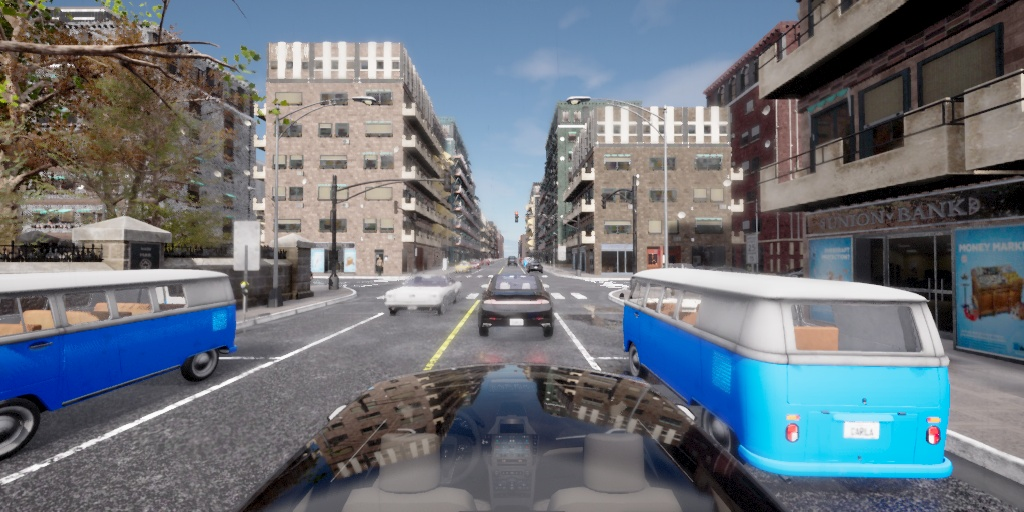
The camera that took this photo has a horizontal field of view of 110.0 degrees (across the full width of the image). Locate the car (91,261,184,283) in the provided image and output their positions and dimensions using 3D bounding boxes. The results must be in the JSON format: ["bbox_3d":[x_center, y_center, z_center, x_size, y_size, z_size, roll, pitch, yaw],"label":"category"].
[{"bbox_3d":[-26.409,1.119,25.403,4.674,1.442,1.812,0,-1,1],"label":"car"}]

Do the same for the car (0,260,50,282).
[{"bbox_3d":[-36.507,1.044,25.532,4.892,1.490,1.837,0,-1,1],"label":"car"}]

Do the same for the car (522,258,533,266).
[{"bbox_3d":[2.700,1.317,48.174,2.007,1.370,4.403,0,0,0],"label":"car"}]

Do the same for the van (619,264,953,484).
[{"bbox_3d":[2.659,1.092,4.585,1.690,1.789,3.998,0,0,0],"label":"van"}]

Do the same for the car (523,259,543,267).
[{"bbox_3d":[2.699,1.330,42.532,1.948,1.339,4.313,0,0,0],"label":"car"}]

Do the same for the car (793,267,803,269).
[{"bbox_3d":[24.918,1.547,30.561,4.313,1.339,1.948,0,0,1],"label":"car"}]

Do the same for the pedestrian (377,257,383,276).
[{"bbox_3d":[-12.533,0.967,33.977,0.375,1.860,0.375,0,-1,1],"label":"pedestrian"}]

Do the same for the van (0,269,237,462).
[{"bbox_3d":[-5.655,1.092,4.589,1.690,1.789,3.998,0,0,0],"label":"van"}]

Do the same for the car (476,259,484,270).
[{"bbox_3d":[-5.680,1.208,53.819,1.967,1.591,4.097,0,0,0],"label":"car"}]

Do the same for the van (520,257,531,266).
[{"bbox_3d":[2.703,1.112,59.459,1.690,1.789,3.998,0,0,0],"label":"van"}]

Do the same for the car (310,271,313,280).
[{"bbox_3d":[-16.583,0.999,25.286,4.553,1.767,2.097,0,-1,1],"label":"car"}]

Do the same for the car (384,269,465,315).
[{"bbox_3d":[-3.187,1.354,13.676,1.895,1.301,4.718,0,0,1],"label":"car"}]

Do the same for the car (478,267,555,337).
[{"bbox_3d":[0.102,1.244,10.315,2.128,1.511,4.902,0,0,0],"label":"car"}]

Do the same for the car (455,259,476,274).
[{"bbox_3d":[-5.681,1.289,42.363,1.751,1.417,4.829,0,0,0],"label":"car"}]
